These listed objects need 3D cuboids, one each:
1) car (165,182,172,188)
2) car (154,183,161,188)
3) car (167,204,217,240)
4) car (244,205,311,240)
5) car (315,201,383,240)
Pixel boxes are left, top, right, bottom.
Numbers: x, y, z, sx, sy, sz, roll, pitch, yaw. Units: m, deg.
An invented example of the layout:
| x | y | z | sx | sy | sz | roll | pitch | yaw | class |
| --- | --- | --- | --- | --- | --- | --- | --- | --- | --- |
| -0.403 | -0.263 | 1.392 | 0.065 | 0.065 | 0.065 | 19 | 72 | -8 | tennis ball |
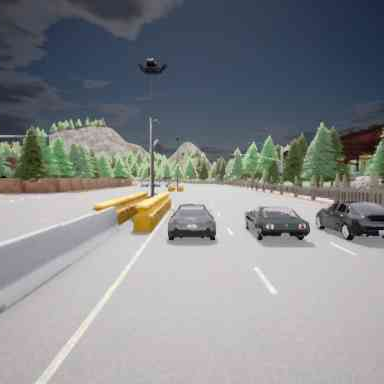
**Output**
| x | y | z | sx | sy | sz | roll | pitch | yaw | class |
| --- | --- | --- | --- | --- | --- | --- | --- | --- | --- |
| -6.548 | -1.973 | 95.104 | 1.837 | 1.490 | 4.892 | 0 | 2 | 0 | car |
| -10.052 | -1.913 | 94.709 | 2.033 | 1.411 | 5.357 | 0 | 2 | 0 | car |
| 0.007 | 1.191 | 14.615 | 1.994 | 1.385 | 4.181 | 0 | 2 | 0 | car |
| 3.507 | 1.235 | 14.628 | 1.895 | 1.301 | 4.718 | 0 | 2 | 0 | car |
| 7.007 | 1.137 | 14.575 | 1.837 | 1.490 | 4.892 | 0 | 2 | 0 | car |
